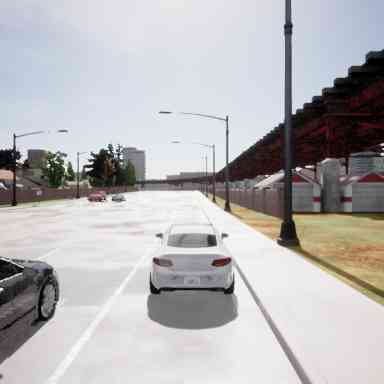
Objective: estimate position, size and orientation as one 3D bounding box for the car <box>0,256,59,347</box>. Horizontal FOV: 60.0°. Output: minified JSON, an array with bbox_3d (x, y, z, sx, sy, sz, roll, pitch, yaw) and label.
[{"bbox_3d":[-3.396,1.506,4.302,1.837,1.490,4.892,0,0,0],"label":"car"}]

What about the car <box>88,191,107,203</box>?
[{"bbox_3d":[-17.440,0.882,61.538,2.150,2.045,5.566,0,1,1],"label":"car"}]

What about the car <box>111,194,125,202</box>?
[{"bbox_3d":[-13.939,1.122,62.890,2.128,1.511,4.902,0,1,1],"label":"car"}]

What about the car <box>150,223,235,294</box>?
[{"bbox_3d":[0.003,1.525,8.650,1.812,1.442,4.674,0,0,0],"label":"car"}]
